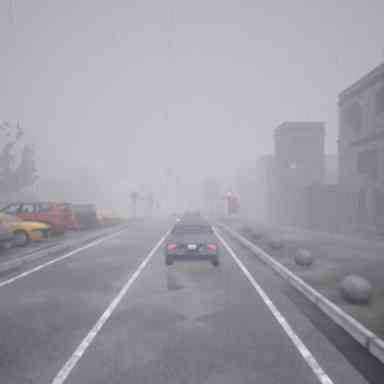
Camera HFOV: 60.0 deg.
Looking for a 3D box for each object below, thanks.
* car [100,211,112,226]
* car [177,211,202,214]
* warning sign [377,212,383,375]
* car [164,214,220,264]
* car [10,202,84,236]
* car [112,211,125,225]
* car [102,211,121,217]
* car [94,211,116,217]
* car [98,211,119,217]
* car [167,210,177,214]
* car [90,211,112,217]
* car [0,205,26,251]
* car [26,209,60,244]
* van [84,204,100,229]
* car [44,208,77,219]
[{"bbox_3d":[-9.567,2.078,28.281,4.553,1.767,2.185,0,-3,0],"label":"car"},{"bbox_3d":[0.026,2.308,28.534,1.994,1.385,4.181,0,-2,1],"label":"car"},{"bbox_3d":[2.847,1.154,3.393,1.300,1.860,1.060,0,-1,0],"label":"warning sign"},{"bbox_3d":[0.009,1.759,12.565,2.033,1.411,5.357,0,-1,0],"label":"car"},{"bbox_3d":[-9.517,1.589,19.064,5.566,2.045,2.435,0,-2,0],"label":"car"},{"bbox_3d":[-9.363,2.334,31.191,5.366,1.575,1.946,0,-3,0],"label":"car"},{"bbox_3d":[-21.750,5.902,89.675,4.674,1.452,2.002,0,-4,0],"label":"car"},{"bbox_3d":[-21.776,5.460,83.268,4.892,1.521,2.231,0,-4,0],"label":"car"},{"bbox_3d":[-21.772,5.664,86.535,5.008,1.535,2.097,0,-4,0],"label":"car"},{"bbox_3d":[-3.166,4.444,64.606,1.895,1.301,4.718,0,-4,1],"label":"car"},{"bbox_3d":[-21.793,5.293,79.996,4.674,1.452,2.002,0,-4,0],"label":"car"},{"bbox_3d":[-9.467,1.520,13.110,4.553,1.767,2.185,0,-2,0],"label":"car"},{"bbox_3d":[-9.468,1.744,16.140,5.008,1.535,2.097,0,-2,0],"label":"car"},{"bbox_3d":[-9.639,1.852,25.250,4.442,1.987,1.878,0,-2,0],"label":"van"},{"bbox_3d":[-21.936,3.600,55.719,4.553,1.767,2.185,0,-4,0],"label":"car"}]
